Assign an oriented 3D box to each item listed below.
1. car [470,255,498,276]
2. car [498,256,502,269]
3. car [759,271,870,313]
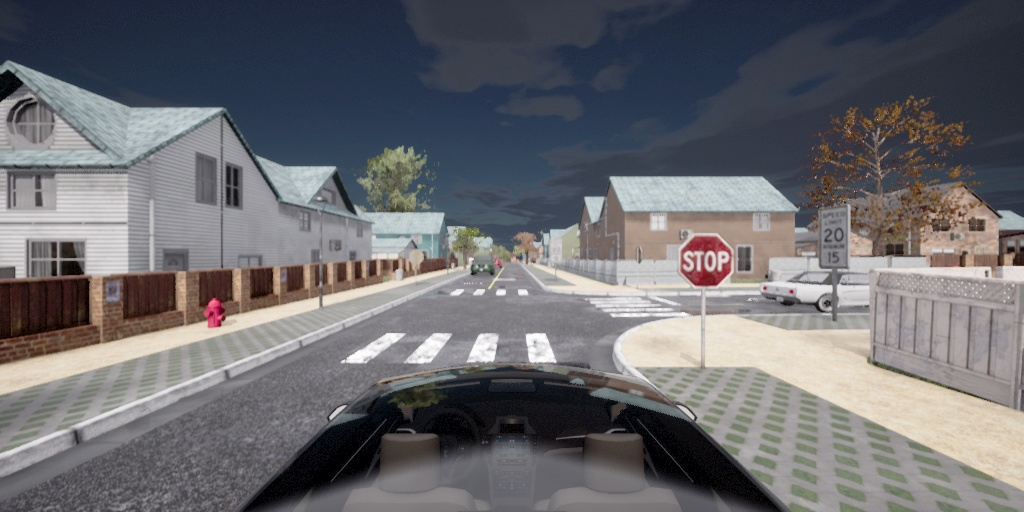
[{"bbox_3d":[-2.842,0.922,35.921,2.150,2.045,5.566,0,0,0],"label":"car"},{"bbox_3d":[-2.789,0.971,57.652,2.150,2.045,5.566,0,0,1],"label":"car"},{"bbox_3d":[11.416,1.172,12.312,4.718,1.301,1.895,-1,0,0],"label":"car"}]
